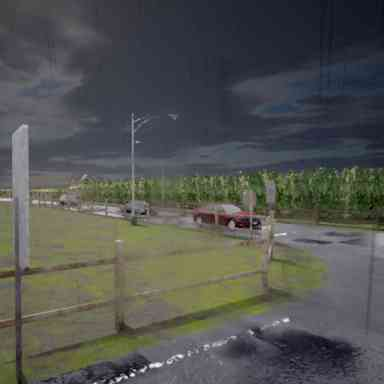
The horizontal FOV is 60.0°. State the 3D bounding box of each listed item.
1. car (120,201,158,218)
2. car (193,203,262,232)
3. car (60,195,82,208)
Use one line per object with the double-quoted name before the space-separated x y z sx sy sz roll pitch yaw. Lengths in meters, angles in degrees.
"car" -4.738 1.485 29.588 1.994 1.385 4.181 -1 1 -37
"car" 2.048 1.439 20.392 1.882 1.535 5.008 -1 1 -35
"car" -16.796 1.198 45.894 2.097 1.767 4.553 -1 1 -36
